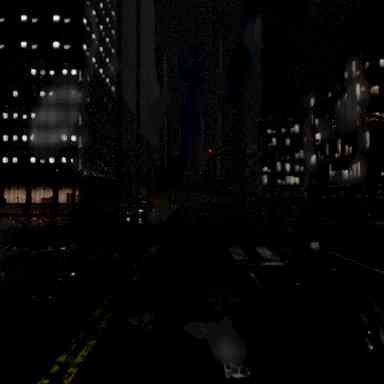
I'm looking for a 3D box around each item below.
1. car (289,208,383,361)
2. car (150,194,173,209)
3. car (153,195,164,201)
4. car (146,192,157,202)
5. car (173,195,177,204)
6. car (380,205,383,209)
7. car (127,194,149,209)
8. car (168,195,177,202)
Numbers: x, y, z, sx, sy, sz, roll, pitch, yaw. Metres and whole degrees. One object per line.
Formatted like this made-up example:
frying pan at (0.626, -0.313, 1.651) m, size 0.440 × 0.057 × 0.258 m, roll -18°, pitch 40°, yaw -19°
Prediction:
car at (3.351, 1.340, 6.076) m, size 2.097 × 1.767 × 4.553 m, roll 0°, pitch 0°, yaw 0°
car at (-3.899, 1.376, 43.313) m, size 1.882 × 1.535 × 5.008 m, roll 0°, pitch 0°, yaw -1°
car at (-7.600, 1.327, 74.869) m, size 2.033 × 1.411 × 5.357 m, roll 0°, pitch 0°, yaw -1°
car at (-7.378, 1.072, 60.087) m, size 2.150 × 2.045 × 5.566 m, roll 0°, pitch 0°, yaw 0°
car at (-4.117, 1.210, 58.120) m, size 2.097 × 1.767 × 4.553 m, roll 0°, pitch 0°, yaw 0°
car at (16.974, 1.548, 23.880) m, size 5.357 × 1.411 × 2.033 m, roll 0°, pitch -1°, yaw 2°
car at (-7.147, 1.403, 43.116) m, size 1.837 × 1.490 × 4.892 m, roll 0°, pitch 0°, yaw -1°
car at (-4.320, 1.325, 73.164) m, size 1.812 × 1.442 × 4.674 m, roll 0°, pitch 0°, yaw -1°
